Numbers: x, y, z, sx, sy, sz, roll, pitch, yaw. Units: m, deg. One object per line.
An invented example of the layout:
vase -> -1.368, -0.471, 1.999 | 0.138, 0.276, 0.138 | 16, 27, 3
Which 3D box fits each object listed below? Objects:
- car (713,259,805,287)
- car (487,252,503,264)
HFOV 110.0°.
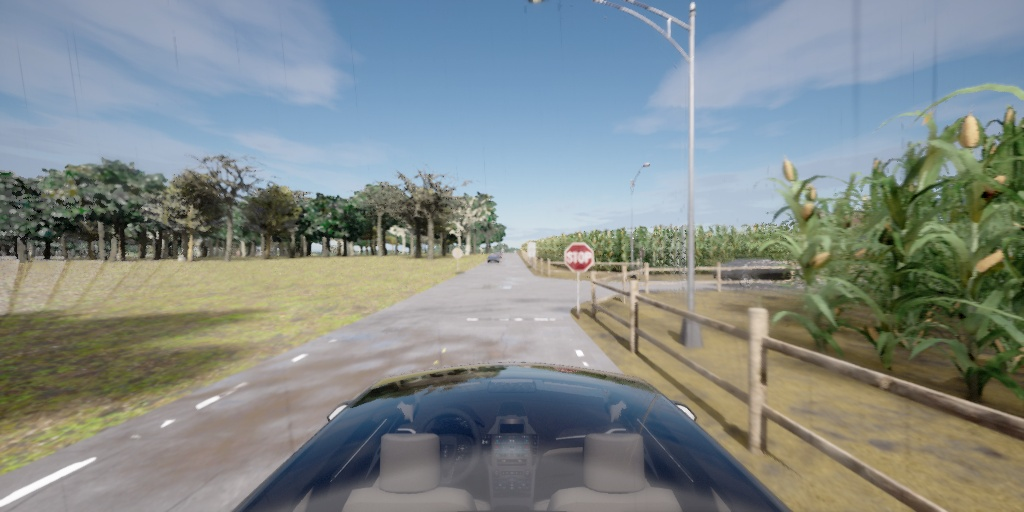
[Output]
car -> 13.866, 0.911, 19.960 | 4.902, 1.511, 2.128 | -1, 0, 0
car -> -2.826, 0.398, 55.218 | 2.033, 1.411, 5.357 | 0, 2, 1
